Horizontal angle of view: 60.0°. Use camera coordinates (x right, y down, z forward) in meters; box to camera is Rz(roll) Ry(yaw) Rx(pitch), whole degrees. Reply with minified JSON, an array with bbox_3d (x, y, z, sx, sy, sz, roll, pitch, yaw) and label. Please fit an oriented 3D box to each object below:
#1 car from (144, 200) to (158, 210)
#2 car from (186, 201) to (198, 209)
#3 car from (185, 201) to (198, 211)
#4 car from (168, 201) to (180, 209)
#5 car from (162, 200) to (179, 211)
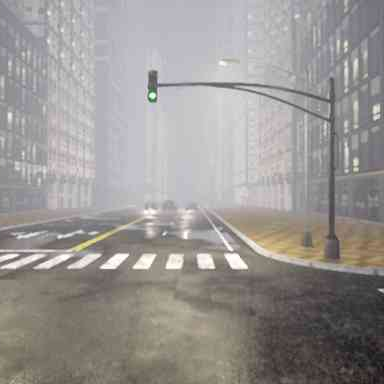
[{"bbox_3d":[-6.512,2.126,53.702,2.128,1.511,4.902,0,-1,0],"label":"car"},{"bbox_3d":[-0.013,2.284,59.952,1.994,1.385,4.181,0,-1,0],"label":"car"},{"bbox_3d":[-0.011,2.186,49.980,1.895,1.301,4.718,0,-1,0],"label":"car"},{"bbox_3d":[-3.264,2.316,59.564,1.895,1.301,4.718,0,-1,0],"label":"car"},{"bbox_3d":[-3.261,1.931,49.506,2.097,1.767,4.553,0,-1,0],"label":"car"}]
